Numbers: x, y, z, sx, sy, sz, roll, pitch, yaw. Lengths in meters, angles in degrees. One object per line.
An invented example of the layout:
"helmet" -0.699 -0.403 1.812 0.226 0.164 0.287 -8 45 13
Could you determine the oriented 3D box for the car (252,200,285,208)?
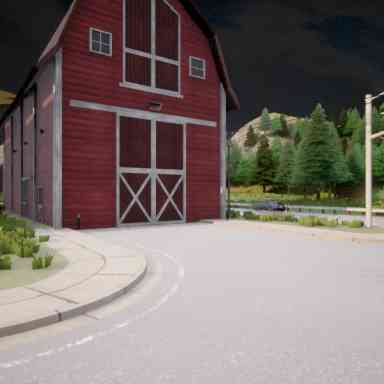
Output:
"car" 8.791 1.590 38.688 1.994 1.385 4.181 0 0 -35
